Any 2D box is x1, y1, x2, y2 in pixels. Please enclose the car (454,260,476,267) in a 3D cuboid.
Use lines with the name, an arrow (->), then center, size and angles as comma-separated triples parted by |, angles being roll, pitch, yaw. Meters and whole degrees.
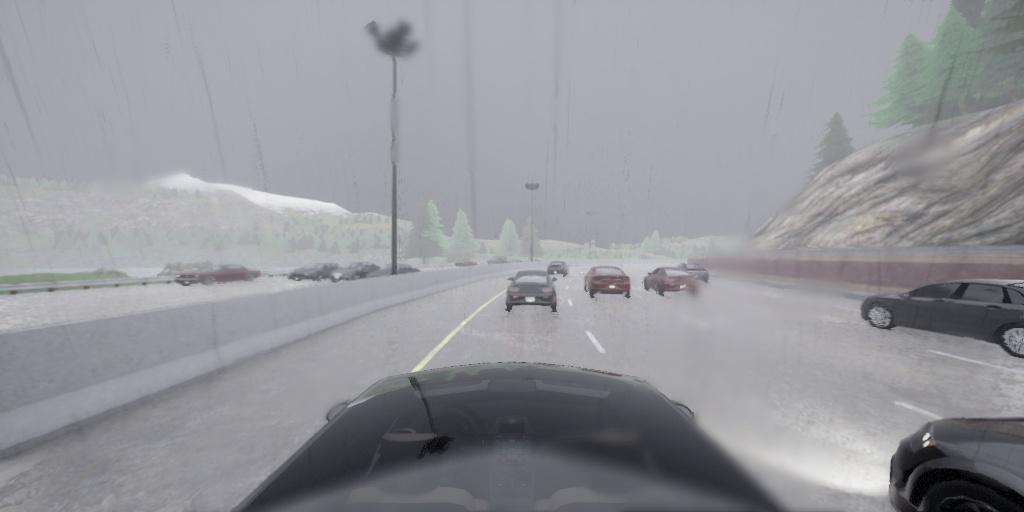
car -> -8.263, 1.336, 63.857 | 1.895, 1.301, 4.718 | 0, 0, 23

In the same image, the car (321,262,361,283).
car -> -11.714, 1.212, 27.258 | 2.128, 1.511, 4.902 | 0, 0, 10

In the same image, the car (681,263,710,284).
car -> 13.385, 1.284, 27.241 | 2.128, 1.511, 4.902 | 0, 0, 11

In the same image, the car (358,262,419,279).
car -> -8.443, 1.277, 25.927 | 2.033, 1.411, 5.357 | 0, 0, 9

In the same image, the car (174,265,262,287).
car -> -19.358, 1.298, 23.871 | 1.895, 1.301, 4.718 | 0, 0, 8

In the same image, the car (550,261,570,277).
car -> 4.686, 1.273, 36.111 | 1.837, 1.490, 4.892 | 0, 0, 14

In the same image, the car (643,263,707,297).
car -> 8.447, 1.303, 19.301 | 1.812, 1.442, 4.674 | 0, 0, 7

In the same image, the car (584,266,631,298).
car -> 4.854, 1.244, 18.735 | 1.882, 1.535, 5.008 | 0, 0, 7

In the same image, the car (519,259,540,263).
car -> 3.569, 1.245, 64.659 | 1.882, 1.535, 5.008 | 0, 0, 25

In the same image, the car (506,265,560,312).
car -> 0.815, 1.280, 14.262 | 1.812, 1.442, 4.674 | 0, 0, 5

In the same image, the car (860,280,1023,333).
car -> 10.889, 1.287, 8.323 | 1.837, 1.490, 4.892 | 0, 0, 3

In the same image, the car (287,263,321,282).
car -> -15.088, 1.258, 28.503 | 2.033, 1.411, 5.357 | 0, 0, 10

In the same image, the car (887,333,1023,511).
car -> 3.685, 1.324, 0.776 | 1.994, 1.385, 4.181 | 0, 0, 0
